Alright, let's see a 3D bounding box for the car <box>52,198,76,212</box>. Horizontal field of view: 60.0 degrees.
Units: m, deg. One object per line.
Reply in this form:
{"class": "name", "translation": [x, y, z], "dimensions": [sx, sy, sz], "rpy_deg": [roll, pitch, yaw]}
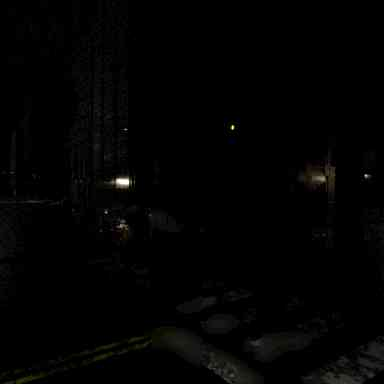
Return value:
{"class": "car", "translation": [-15.486, 1.725, 41.382], "dimensions": [2.033, 1.411, 5.357], "rpy_deg": [1, -1, -34]}

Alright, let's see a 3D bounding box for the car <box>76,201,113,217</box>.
{"class": "car", "translation": [-9.344, 1.621, 32.688], "dimensions": [2.128, 1.511, 4.902], "rpy_deg": [1, -1, -35]}

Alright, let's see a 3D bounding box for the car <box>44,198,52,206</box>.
{"class": "car", "translation": [-26.482, 1.804, 62.419], "dimensions": [2.128, 1.511, 4.902], "rpy_deg": [1, -1, -36]}

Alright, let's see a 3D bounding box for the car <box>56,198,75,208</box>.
{"class": "car", "translation": [-20.691, 1.792, 54.243], "dimensions": [1.812, 1.442, 4.674], "rpy_deg": [1, -1, -35]}

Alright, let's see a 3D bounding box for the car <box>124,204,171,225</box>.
{"class": "car", "translation": [-3.403, 1.608, 24.317], "dimensions": [1.812, 1.442, 4.674], "rpy_deg": [1, -1, -37]}
